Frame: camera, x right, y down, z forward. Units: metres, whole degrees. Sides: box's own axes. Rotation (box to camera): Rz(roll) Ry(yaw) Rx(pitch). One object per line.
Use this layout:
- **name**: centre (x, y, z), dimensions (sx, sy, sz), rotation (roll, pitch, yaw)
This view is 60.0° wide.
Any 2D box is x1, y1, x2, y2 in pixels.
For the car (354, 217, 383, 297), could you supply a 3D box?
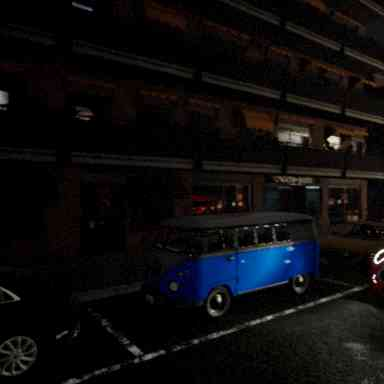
- **car**: centre (5.862, 1.284, 7.219), dimensions (4.553, 1.767, 2.097), rotation (-1, 0, -34)

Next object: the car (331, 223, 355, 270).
- **car**: centre (5.438, 1.479, 10.169), dimensions (4.829, 1.417, 1.752), rotation (-1, 1, -34)

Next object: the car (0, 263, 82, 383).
- **car**: centre (-3.623, 1.640, 3.987), dimensions (4.403, 1.369, 2.008), rotation (-1, 1, -34)

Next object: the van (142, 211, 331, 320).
- **van**: centre (0.976, 1.362, 7.125), dimensions (3.998, 1.788, 1.690), rotation (-1, 1, -34)
